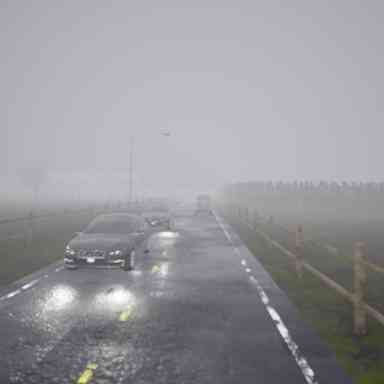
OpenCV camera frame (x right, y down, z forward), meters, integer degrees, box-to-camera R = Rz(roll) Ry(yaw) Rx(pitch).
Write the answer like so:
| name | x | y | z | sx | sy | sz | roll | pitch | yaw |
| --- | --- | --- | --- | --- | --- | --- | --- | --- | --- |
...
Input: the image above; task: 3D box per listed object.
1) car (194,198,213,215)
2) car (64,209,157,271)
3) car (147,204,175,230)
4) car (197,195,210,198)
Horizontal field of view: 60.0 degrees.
| name | x | y | z | sx | sy | sz | roll | pitch | yaw |
| --- | --- | --- | --- | --- | --- | --- | --- | --- | --- |
| car | 1.230 | 1.672 | 35.198 | 2.033 | 1.411 | 5.357 | 1 | 0 | 1 |
| car | -2.529 | 1.520 | 11.019 | 1.837 | 1.490 | 4.892 | 1 | 0 | 2 |
| car | -2.157 | 1.558 | 21.833 | 1.837 | 1.490 | 4.892 | 1 | 0 | 2 |
| car | 1.648 | 1.383 | 47.685 | 2.150 | 2.045 | 5.566 | 1 | 0 | 2 |
